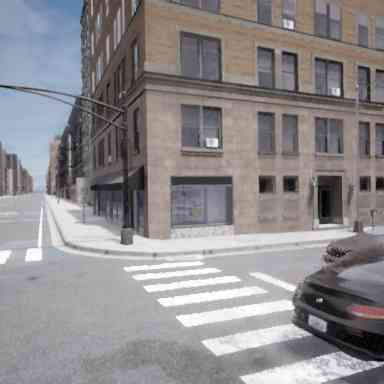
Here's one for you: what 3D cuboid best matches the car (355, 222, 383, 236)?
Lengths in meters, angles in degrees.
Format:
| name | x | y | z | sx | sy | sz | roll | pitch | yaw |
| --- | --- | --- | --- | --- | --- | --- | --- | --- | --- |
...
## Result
| name | x | y | z | sx | sy | sz | roll | pitch | yaw |
| --- | --- | --- | --- | --- | --- | --- | --- | --- | --- |
| car | 6.527 | 1.547 | 9.933 | 5.357 | 1.411 | 2.033 | 0 | 0 | -24 |

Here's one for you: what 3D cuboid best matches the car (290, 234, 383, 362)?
| name | x | y | z | sx | sy | sz | roll | pitch | yaw |
| --- | --- | --- | --- | --- | --- | --- | --- | --- | --- |
| car | 3.739 | 1.561 | 5.295 | 4.674 | 1.442 | 1.812 | 0 | 0 | -24 |
